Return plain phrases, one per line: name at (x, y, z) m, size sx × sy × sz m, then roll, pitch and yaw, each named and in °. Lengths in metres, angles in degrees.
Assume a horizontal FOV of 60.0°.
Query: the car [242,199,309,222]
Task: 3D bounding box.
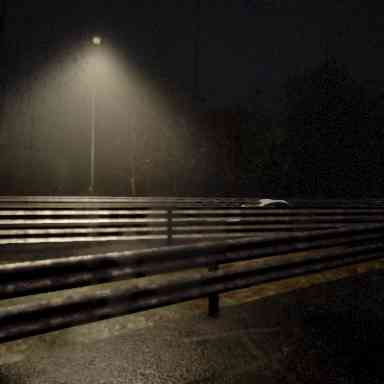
car at (5.278, 1.200, 20.984) m, size 4.674 × 1.442 × 1.812 m, roll 1°, pitch 0°, yaw -18°
